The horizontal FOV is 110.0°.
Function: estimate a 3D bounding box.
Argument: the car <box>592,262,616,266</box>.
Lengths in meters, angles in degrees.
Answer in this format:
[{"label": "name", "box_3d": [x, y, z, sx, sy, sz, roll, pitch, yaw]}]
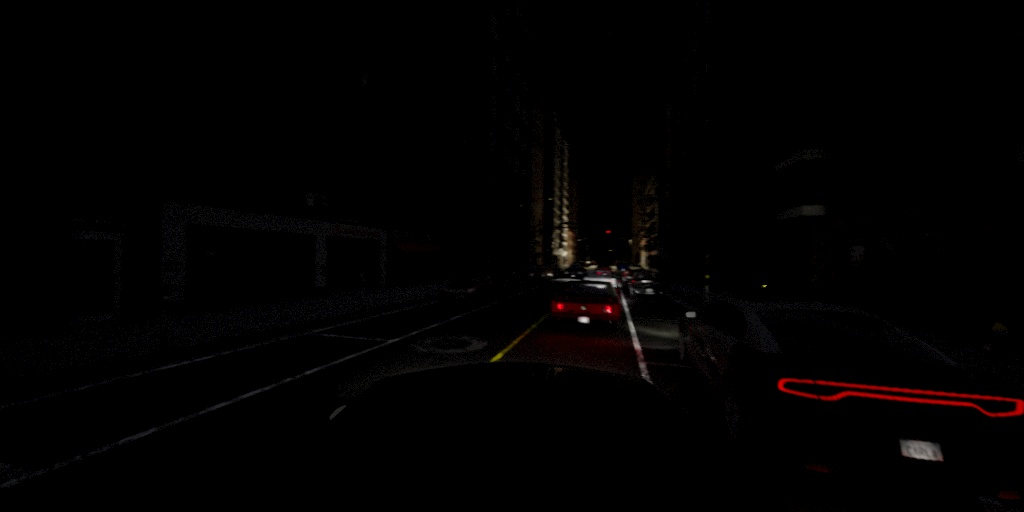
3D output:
[{"label": "car", "box_3d": [9.333, 1.600, 36.624, 1.812, 1.442, 4.674, 1, 0, 13]}]

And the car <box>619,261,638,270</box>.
[{"label": "car", "box_3d": [10.395, 1.496, 30.609, 1.967, 1.591, 4.097, 0, 0, 16]}]

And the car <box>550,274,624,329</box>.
[{"label": "car", "box_3d": [2.534, 1.442, 11.770, 1.895, 1.301, 4.718, 1, 0, 16]}]

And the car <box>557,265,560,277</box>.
[{"label": "car", "box_3d": [4.140, 1.558, 38.067, 2.007, 1.370, 4.403, 0, 0, 16]}]

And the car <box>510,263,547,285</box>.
[{"label": "car", "box_3d": [1.184, 1.347, 27.435, 1.967, 1.591, 4.097, 0, 0, 16]}]

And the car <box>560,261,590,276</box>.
[{"label": "car", "box_3d": [6.691, 1.589, 37.506, 2.033, 1.411, 5.357, 1, 0, 16]}]

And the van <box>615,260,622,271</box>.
[{"label": "van", "box_3d": [19.127, 1.692, 62.016, 1.690, 1.789, 3.998, 0, 0, 16]}]

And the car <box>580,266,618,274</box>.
[{"label": "car", "box_3d": [5.811, 1.553, 23.572, 1.895, 1.301, 4.718, 1, 0, 16]}]

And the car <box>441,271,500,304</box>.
[{"label": "car", "box_3d": [-1.773, 1.389, 16.801, 1.802, 1.307, 4.207, 0, 0, 16]}]

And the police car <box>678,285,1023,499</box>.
[{"label": "police car", "box_3d": [3.708, 1.246, 5.136, 1.930, 1.638, 5.238, 1, 0, 16]}]

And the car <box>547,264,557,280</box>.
[{"label": "car", "box_3d": [2.616, 1.483, 32.587, 1.751, 1.417, 4.829, 0, 0, 16]}]

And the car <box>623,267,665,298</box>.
[{"label": "car", "box_3d": [7.438, 1.507, 19.974, 2.007, 1.370, 4.403, 0, 0, 16]}]

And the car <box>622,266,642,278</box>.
[{"label": "car", "box_3d": [8.917, 1.588, 25.292, 1.802, 1.307, 4.207, 0, 0, 16]}]
